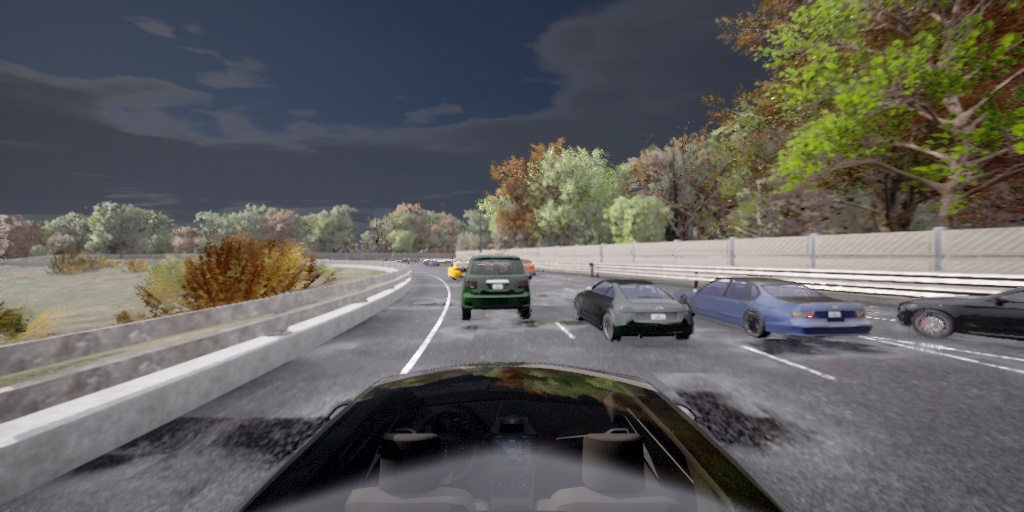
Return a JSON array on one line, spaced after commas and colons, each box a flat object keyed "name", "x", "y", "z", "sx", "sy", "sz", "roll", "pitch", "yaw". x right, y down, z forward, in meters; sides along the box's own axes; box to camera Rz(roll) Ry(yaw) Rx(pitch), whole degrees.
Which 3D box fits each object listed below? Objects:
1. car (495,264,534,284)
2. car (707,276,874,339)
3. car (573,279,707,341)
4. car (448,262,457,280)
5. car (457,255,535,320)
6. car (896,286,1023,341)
[{"name": "car", "x": 0.083, "y": 1.368, "z": 28.096, "sx": 1.895, "sy": 1.301, "sz": 4.718, "roll": 0, "pitch": 0, "yaw": -14}, {"name": "car", "x": 6.606, "y": 1.278, "z": 10.046, "sx": 2.033, "sy": 1.411, "sz": 5.357, "roll": 0, "pitch": 0, "yaw": -4}, {"name": "car", "x": 3.066, "y": 1.308, "z": 9.886, "sx": 1.994, "sy": 1.385, "sz": 4.181, "roll": 0, "pitch": 0, "yaw": -4}, {"name": "car", "x": -4.532, "y": 1.265, "z": 31.652, "sx": 1.882, "sy": 1.535, "sz": 5.008, "roll": 0, "pitch": 0, "yaw": -16}, {"name": "car", "x": -0.691, "y": 0.981, "z": 12.975, "sx": 2.150, "sy": 2.045, "sz": 5.566, "roll": 0, "pitch": 0, "yaw": -6}, {"name": "car", "x": 11.353, "y": 1.244, "z": 7.423, "sx": 1.812, "sy": 1.442, "sz": 4.674, "roll": 0, "pitch": 0, "yaw": -25}]
